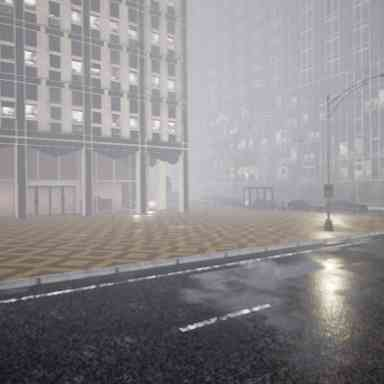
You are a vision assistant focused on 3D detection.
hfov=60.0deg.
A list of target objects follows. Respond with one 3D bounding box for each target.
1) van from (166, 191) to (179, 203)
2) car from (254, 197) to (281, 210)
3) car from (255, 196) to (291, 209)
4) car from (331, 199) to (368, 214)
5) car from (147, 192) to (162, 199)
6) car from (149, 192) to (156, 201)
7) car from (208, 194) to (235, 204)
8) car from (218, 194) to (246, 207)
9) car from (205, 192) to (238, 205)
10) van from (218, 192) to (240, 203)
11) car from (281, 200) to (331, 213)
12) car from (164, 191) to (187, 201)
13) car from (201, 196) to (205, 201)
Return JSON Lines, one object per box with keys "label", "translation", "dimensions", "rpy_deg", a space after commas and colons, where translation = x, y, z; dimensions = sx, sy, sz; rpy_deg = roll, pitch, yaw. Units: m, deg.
{"label": "van", "translation": [-3.541, 1.024, 59.787], "dimensions": [1.690, 1.788, 3.998], "rpy_deg": [0, 1, -34]}
{"label": "car", "translation": [9.156, 1.473, 40.934], "dimensions": [1.802, 1.307, 4.206], "rpy_deg": [0, 1, -34]}
{"label": "car", "translation": [10.545, 1.368, 43.676], "dimensions": [1.812, 1.442, 4.674], "rpy_deg": [-1, 1, -34]}
{"label": "car", "translation": [16.287, 1.498, 35.243], "dimensions": [1.994, 1.385, 4.181], "rpy_deg": [-1, 1, -34]}
{"label": "car", "translation": [-9.405, 0.797, 83.296], "dimensions": [1.967, 1.590, 4.097], "rpy_deg": [0, 1, -34]}
{"label": "car", "translation": [-9.938, 1.127, 69.186], "dimensions": [2.008, 1.369, 4.403], "rpy_deg": [0, 1, -34]}
{"label": "car", "translation": [5.027, 1.172, 57.477], "dimensions": [1.837, 1.490, 4.892], "rpy_deg": [-1, 1, -34]}
{"label": "car", "translation": [6.007, 1.405, 45.665], "dimensions": [1.947, 1.339, 4.313], "rpy_deg": [0, 1, -34]}
{"label": "car", "translation": [4.716, 1.253, 52.268], "dimensions": [1.837, 1.490, 4.892], "rpy_deg": [-1, 1, -34]}
{"label": "van", "translation": [6.584, 0.965, 59.802], "dimensions": [1.690, 1.788, 3.998], "rpy_deg": [0, 1, -34]}
{"label": "car", "translation": [12.340, 1.509, 36.223], "dimensions": [1.947, 1.339, 4.313], "rpy_deg": [0, 1, -34]}
{"label": "car", "translation": [-3.528, 0.749, 70.019], "dimensions": [2.150, 2.045, 5.566], "rpy_deg": [-1, 1, -34]}
{"label": "car", "translation": [3.387, 1.153, 64.503], "dimensions": [1.802, 1.307, 4.206], "rpy_deg": [0, 1, -34]}
